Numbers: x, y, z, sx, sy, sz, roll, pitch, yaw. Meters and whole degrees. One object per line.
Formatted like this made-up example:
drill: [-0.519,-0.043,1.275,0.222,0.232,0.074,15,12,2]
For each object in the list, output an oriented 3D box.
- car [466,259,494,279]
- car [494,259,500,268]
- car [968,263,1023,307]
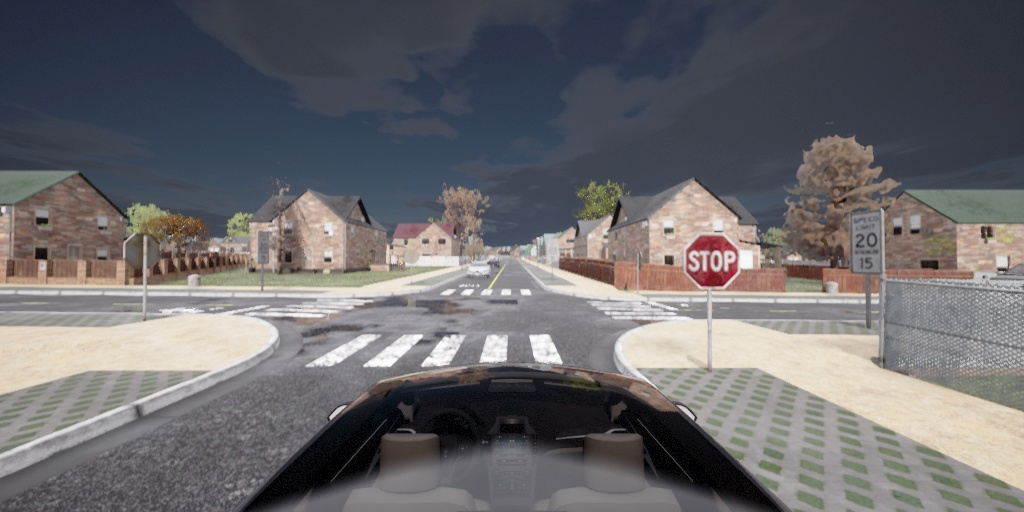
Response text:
car: [-2.838,1.189,31.499,1.812,1.442,4.674,0,0,0]
car: [-2.783,1.138,55.245,2.033,1.411,5.357,0,0,1]
car: [23.077,1.249,15.230,5.566,2.045,2.150,1,-1,0]
